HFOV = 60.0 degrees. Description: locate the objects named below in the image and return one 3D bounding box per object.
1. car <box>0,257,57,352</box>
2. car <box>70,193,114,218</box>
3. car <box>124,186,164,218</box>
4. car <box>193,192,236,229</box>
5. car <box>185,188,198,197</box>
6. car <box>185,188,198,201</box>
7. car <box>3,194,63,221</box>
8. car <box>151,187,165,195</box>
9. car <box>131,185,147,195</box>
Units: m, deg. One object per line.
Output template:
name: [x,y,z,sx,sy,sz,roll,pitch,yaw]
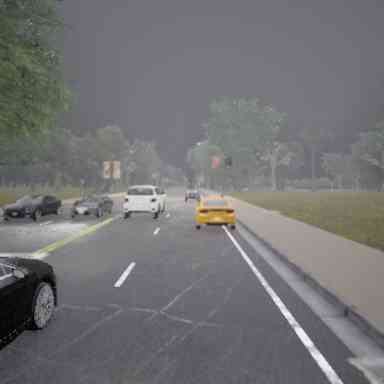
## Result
car: [-3.151,1.388,3.595,2.128,1.511,4.902,0,2,0]
car: [-6.607,0.864,22.310,2.128,1.511,4.902,0,2,0]
car: [-3.158,0.584,22.679,2.150,2.045,5.566,0,2,0]
car: [1.131,0.987,17.463,1.882,1.535,5.008,0,2,0]
car: [-0.022,0.056,54.421,2.033,1.411,5.357,0,1,0]
car: [0.049,0.365,42.448,2.033,1.411,5.357,0,1,0]
car: [-9.857,0.888,20.968,1.882,1.535,5.008,0,2,0]
car: [-6.560,-0.231,63.801,2.128,1.511,4.902,0,1,1]
car: [-9.818,-0.331,62.094,2.097,1.767,4.553,0,1,1]
